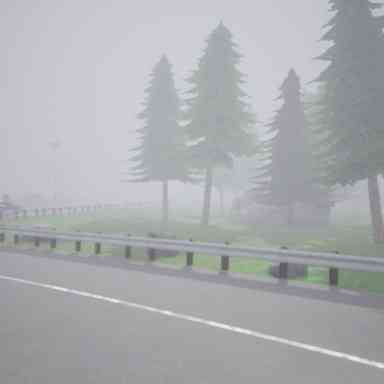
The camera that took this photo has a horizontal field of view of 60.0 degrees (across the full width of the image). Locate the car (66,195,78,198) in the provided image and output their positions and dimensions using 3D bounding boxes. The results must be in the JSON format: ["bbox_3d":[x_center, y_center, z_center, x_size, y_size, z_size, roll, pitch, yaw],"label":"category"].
[{"bbox_3d":[-28.998,1.592,79.874,2.097,1.767,4.553,0,0,5],"label":"car"}]

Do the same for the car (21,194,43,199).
[{"bbox_3d":[-31.242,1.440,64.275,2.150,2.045,5.566,0,0,16],"label":"car"}]

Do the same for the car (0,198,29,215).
[{"bbox_3d":[-19.200,1.625,33.256,1.837,1.490,4.892,0,0,18],"label":"car"}]

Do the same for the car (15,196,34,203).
[{"bbox_3d":[-39.555,1.785,78.778,1.812,1.442,4.674,0,0,5],"label":"car"}]
